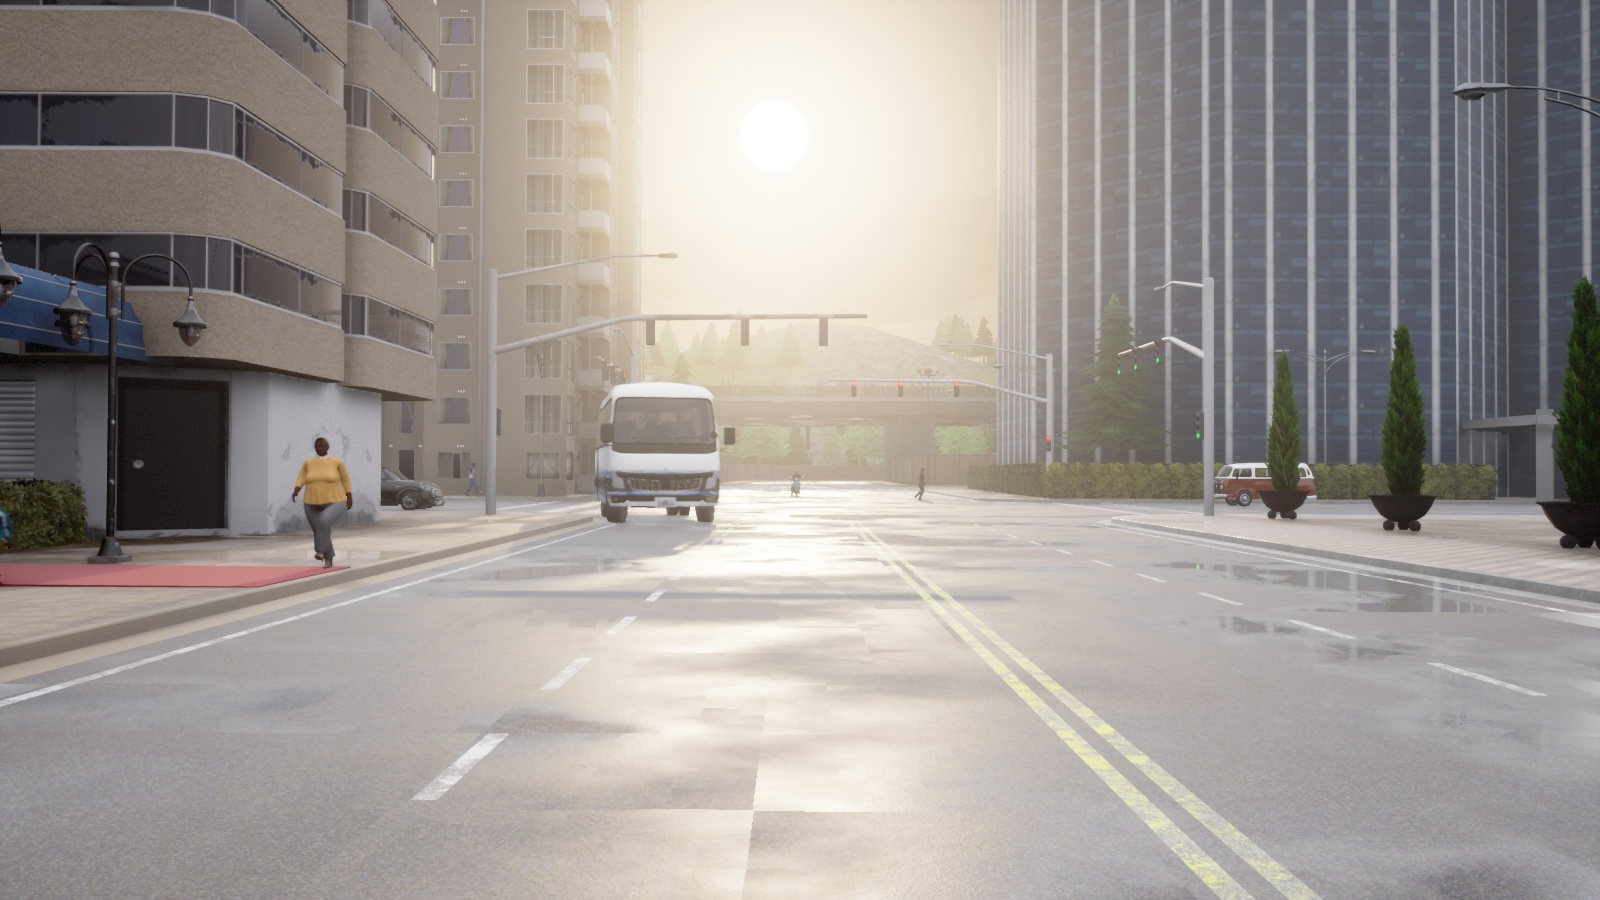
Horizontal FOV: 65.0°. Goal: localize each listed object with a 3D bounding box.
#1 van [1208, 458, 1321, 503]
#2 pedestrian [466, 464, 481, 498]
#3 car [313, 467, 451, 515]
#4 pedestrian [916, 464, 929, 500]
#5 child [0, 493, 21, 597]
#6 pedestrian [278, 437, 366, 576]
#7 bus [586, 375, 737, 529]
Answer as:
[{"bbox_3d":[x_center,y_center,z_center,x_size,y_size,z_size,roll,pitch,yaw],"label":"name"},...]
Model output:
[{"bbox_3d":[21.638,1.433,58.627,4.480,2.038,2.069,0,-1,-1],"label":"van"},{"bbox_3d":[-17.462,1.669,67.240,0.706,1.836,0.354,0,-1,-1],"label":"pedestrian"},{"bbox_3d":[-15.791,1.535,47.650,4.553,1.767,2.097,0,-1,-1],"label":"car"},{"bbox_3d":[6.532,1.702,66.975,0.666,1.930,0.402,0,-1,3],"label":"pedestrian"},{"bbox_3d":[-9.471,1.110,14.797,0.343,1.192,0.448,0,-1,-10],"label":"child"},{"bbox_3d":[-6.534,0.757,17.200,0.874,1.855,0.900,0,-1,-2],"label":"pedestrian"},{"bbox_3d":[-4.720,0.131,40.227,3.944,4.253,10.273,0,-1,-11],"label":"bus"}]
